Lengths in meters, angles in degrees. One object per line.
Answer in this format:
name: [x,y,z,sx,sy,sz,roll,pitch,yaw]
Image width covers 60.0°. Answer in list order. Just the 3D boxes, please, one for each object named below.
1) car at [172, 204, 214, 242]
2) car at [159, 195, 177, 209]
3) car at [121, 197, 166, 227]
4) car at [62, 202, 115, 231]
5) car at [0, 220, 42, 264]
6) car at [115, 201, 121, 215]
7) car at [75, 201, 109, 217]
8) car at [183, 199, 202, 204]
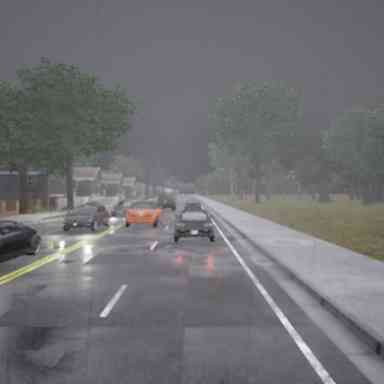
car: [0.104,1.571,16.632,1.812,1.442,4.674,0,0,0]
car: [-3.157,1.338,42.561,2.150,2.045,5.566,0,0,0]
car: [-3.233,1.414,23.182,2.097,1.767,4.553,0,0,0]
car: [-6.509,1.561,20.987,1.837,1.490,4.892,0,0,1]
car: [-6.547,1.592,10.600,1.994,1.385,4.181,0,0,1]
car: [-6.512,1.613,32.520,1.812,1.442,4.674,0,0,0]
car: [-9.759,1.653,32.820,1.994,1.385,4.181,0,0,0]
car: [0.105,1.609,37.998,1.837,1.490,4.892,0,0,0]
